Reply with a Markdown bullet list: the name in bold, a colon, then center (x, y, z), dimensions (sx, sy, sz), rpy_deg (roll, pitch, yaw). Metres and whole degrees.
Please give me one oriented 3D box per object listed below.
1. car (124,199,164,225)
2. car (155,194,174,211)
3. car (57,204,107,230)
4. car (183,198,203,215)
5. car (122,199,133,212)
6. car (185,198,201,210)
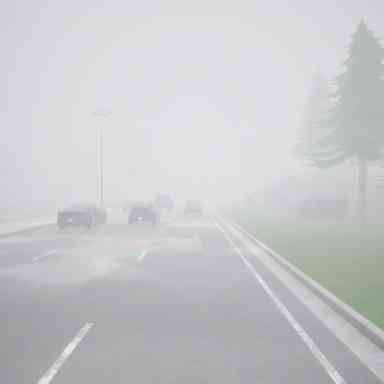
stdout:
- **car**: center (-3.399, 1.500, 24.341), dimensions (1.837, 1.490, 4.892), rpy_deg (0, 0, 0)
- **car**: center (-3.396, 1.217, 40.475), dimensions (2.150, 2.045, 5.566), rpy_deg (0, 0, 0)
- **car**: center (-6.900, 1.474, 21.339), dimensions (1.882, 1.535, 5.008), rpy_deg (0, 0, 0)
- **car**: center (0.095, 1.543, 33.887), dimensions (2.033, 1.411, 5.357), rpy_deg (0, 0, 0)
- **car**: center (-6.898, 1.542, 39.110), dimensions (2.033, 1.411, 5.357), rpy_deg (0, 0, 0)
- **car**: center (0.129, 1.541, 43.982), dimensions (2.033, 1.411, 5.357), rpy_deg (0, 0, 1)
